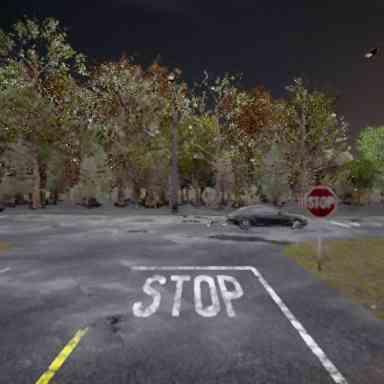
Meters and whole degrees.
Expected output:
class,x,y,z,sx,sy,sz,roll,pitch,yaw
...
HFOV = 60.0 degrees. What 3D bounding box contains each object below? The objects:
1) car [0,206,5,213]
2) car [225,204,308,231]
class,x,y,z,sx,sy,sz,roll,pitch,yaw
car,-17.712,1.359,26.461,4.718,1.301,1.895,0,0,1
car,4.268,1.437,19.283,4.674,1.442,1.812,0,0,0
